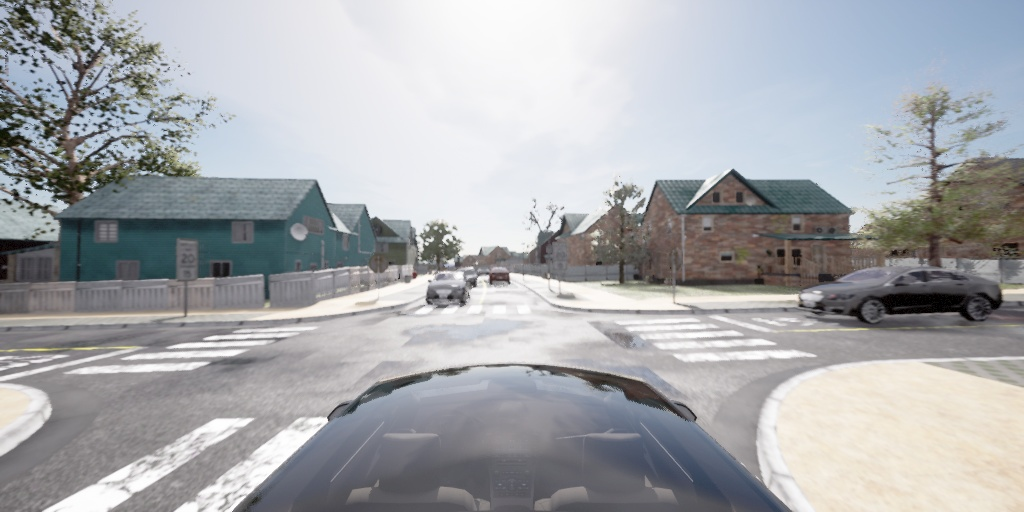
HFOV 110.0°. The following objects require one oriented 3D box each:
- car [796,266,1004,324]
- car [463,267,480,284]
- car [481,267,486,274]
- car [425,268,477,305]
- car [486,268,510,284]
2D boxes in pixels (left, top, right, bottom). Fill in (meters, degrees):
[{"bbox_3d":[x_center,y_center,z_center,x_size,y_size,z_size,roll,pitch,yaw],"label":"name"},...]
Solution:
[{"bbox_3d":[11.104,1.064,10.491,4.902,1.511,2.128,-1,-1,-1],"label":"car"},{"bbox_3d":[-3.783,1.788,29.653,1.837,1.490,4.892,0,-1,-5],"label":"car"},{"bbox_3d":[-4.679,2.492,57.522,1.895,1.301,4.718,0,-1,-11],"label":"car"},{"bbox_3d":[-3.118,1.546,18.230,2.128,1.511,4.902,0,-1,-2],"label":"car"},{"bbox_3d":[-1.281,1.862,34.819,1.882,1.535,5.008,0,-1,-6],"label":"car"}]
